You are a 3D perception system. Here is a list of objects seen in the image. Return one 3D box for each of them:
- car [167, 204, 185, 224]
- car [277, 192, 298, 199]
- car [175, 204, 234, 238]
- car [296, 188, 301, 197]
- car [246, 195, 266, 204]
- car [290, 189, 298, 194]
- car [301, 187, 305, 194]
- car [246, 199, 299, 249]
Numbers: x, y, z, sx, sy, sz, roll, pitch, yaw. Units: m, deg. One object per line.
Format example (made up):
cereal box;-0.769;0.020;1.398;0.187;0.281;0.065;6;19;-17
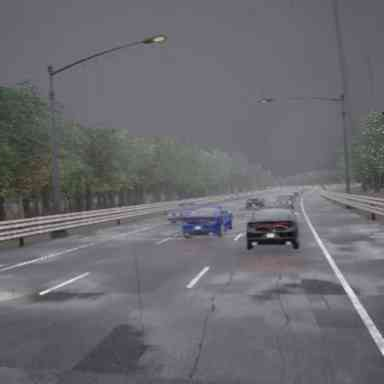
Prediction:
car;-0.282;1.616;25.861;2.033;1.411;5.357;-3;0;17
car;9.675;1.060;34.787;2.033;1.411;5.357;-3;0;17
car;0.951;1.458;17.644;1.882;1.535;5.008;-3;0;16
car;21.589;0.332;70.570;1.882;1.535;5.008;-3;0;20
car;7.545;1.147;39.353;1.837;1.490;4.892;-3;0;18
car;15.137;0.744;51.730;1.812;1.442;4.674;-3;0;18
car;28.372;-0.201;89.144;2.097;1.767;4.553;-3;0;21
car;3.374;1.310;13.794;1.882;1.535;5.008;-3;0;16
